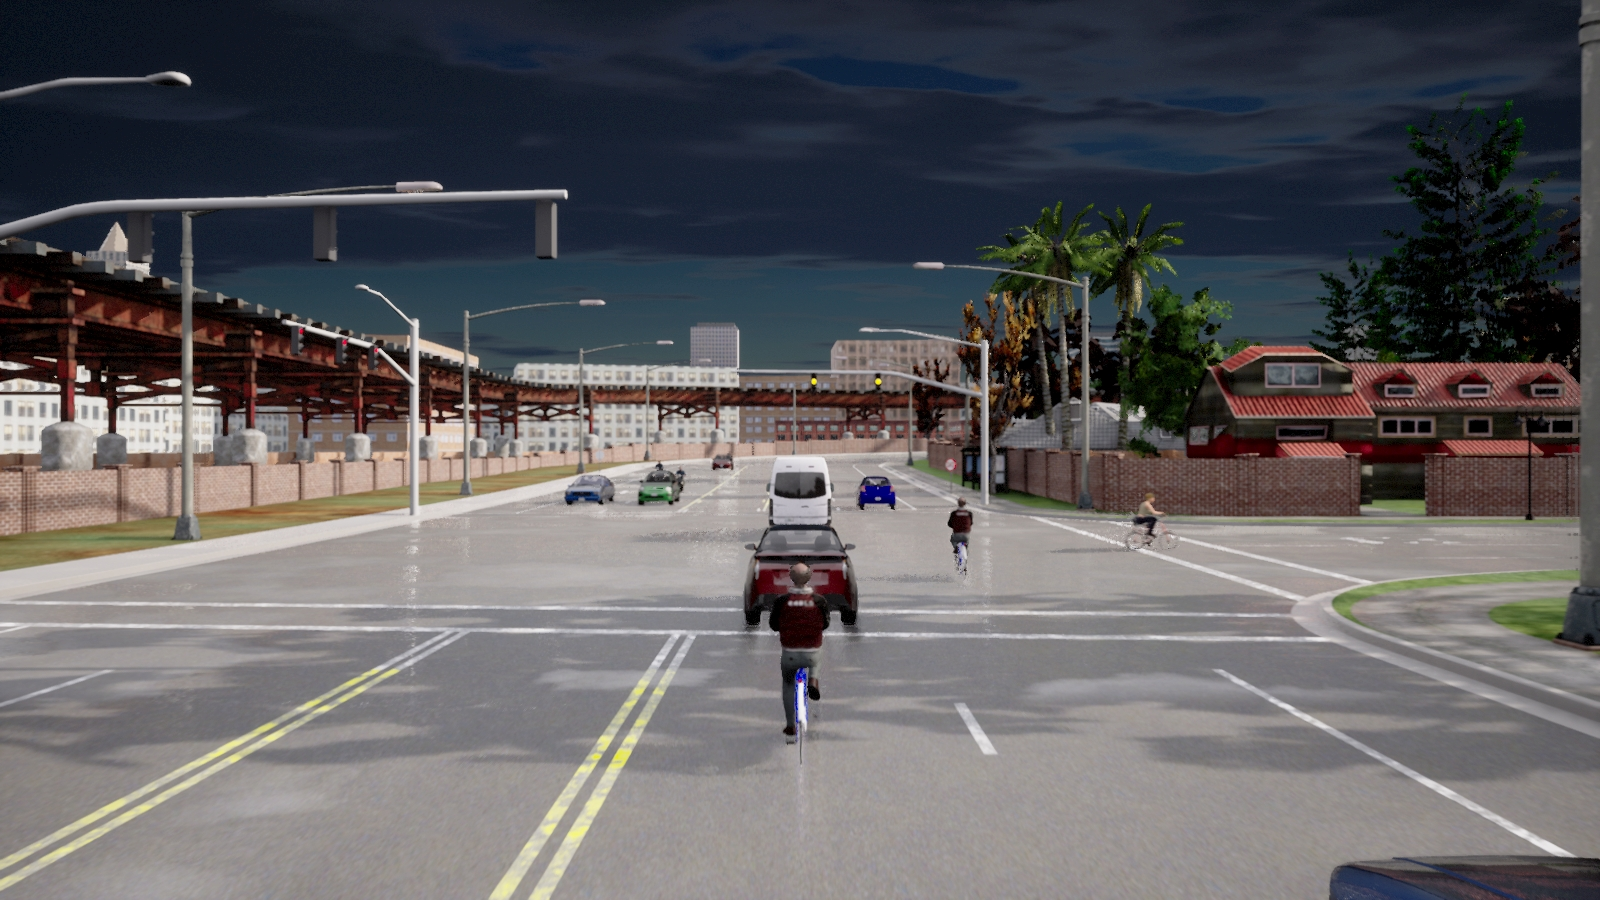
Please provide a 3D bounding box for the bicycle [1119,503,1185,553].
[{"bbox_3d":[9.627,2.125,31.305,1.487,1.301,0.859,0,2,-6],"label":"bicycle"}]

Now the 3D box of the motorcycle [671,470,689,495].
[{"bbox_3d":[-7.000,1.883,66.683,0.856,1.341,1.805,0,1,0],"label":"motorcycle"}]

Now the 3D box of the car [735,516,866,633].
[{"bbox_3d":[0.006,2.036,19.756,2.007,1.525,4.514,0,0,0],"label":"car"}]

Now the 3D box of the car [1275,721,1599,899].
[{"bbox_3d":[3.438,2.104,3.214,2.033,1.411,5.357,0,0,1],"label":"car"}]

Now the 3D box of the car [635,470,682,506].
[{"bbox_3d":[-6.991,1.869,56.880,1.851,1.617,3.988,0,1,0],"label":"car"}]

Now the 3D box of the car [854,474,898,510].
[{"bbox_3d":[3.509,1.943,53.322,1.845,1.501,3.633,0,1,0],"label":"car"}]

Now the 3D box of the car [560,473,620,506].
[{"bbox_3d":[-10.492,1.972,57.566,2.033,1.411,5.357,0,1,0],"label":"car"}]

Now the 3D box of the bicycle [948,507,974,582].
[{"bbox_3d":[3.521,2.040,25.077,0.329,1.496,1.835,0,0,0],"label":"bicycle"}]

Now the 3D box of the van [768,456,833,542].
[{"bbox_3d":[0.015,1.509,37.744,1.988,2.561,5.915,0,0,0],"label":"van"}]

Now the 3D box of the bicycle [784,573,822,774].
[{"bbox_3d":[0.024,2.043,10.848,0.329,1.496,1.835,0,2,0],"label":"bicycle"}]
